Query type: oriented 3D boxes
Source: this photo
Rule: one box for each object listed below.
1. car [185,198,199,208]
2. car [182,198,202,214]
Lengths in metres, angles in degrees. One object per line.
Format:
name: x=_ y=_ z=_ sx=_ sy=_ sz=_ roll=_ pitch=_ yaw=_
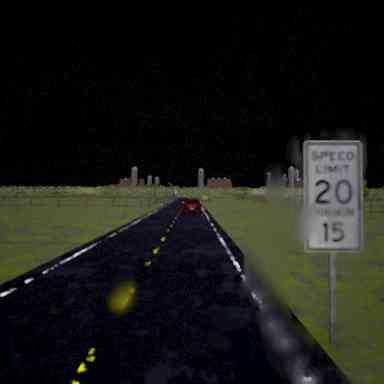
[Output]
car: x=0.026 y=1.546 z=46.971 sx=1.895 sy=1.301 sz=4.718 roll=0 pitch=0 yaw=0
car: x=0.007 y=1.442 z=34.714 sx=1.882 sy=1.535 sz=5.008 roll=0 pitch=0 yaw=0
